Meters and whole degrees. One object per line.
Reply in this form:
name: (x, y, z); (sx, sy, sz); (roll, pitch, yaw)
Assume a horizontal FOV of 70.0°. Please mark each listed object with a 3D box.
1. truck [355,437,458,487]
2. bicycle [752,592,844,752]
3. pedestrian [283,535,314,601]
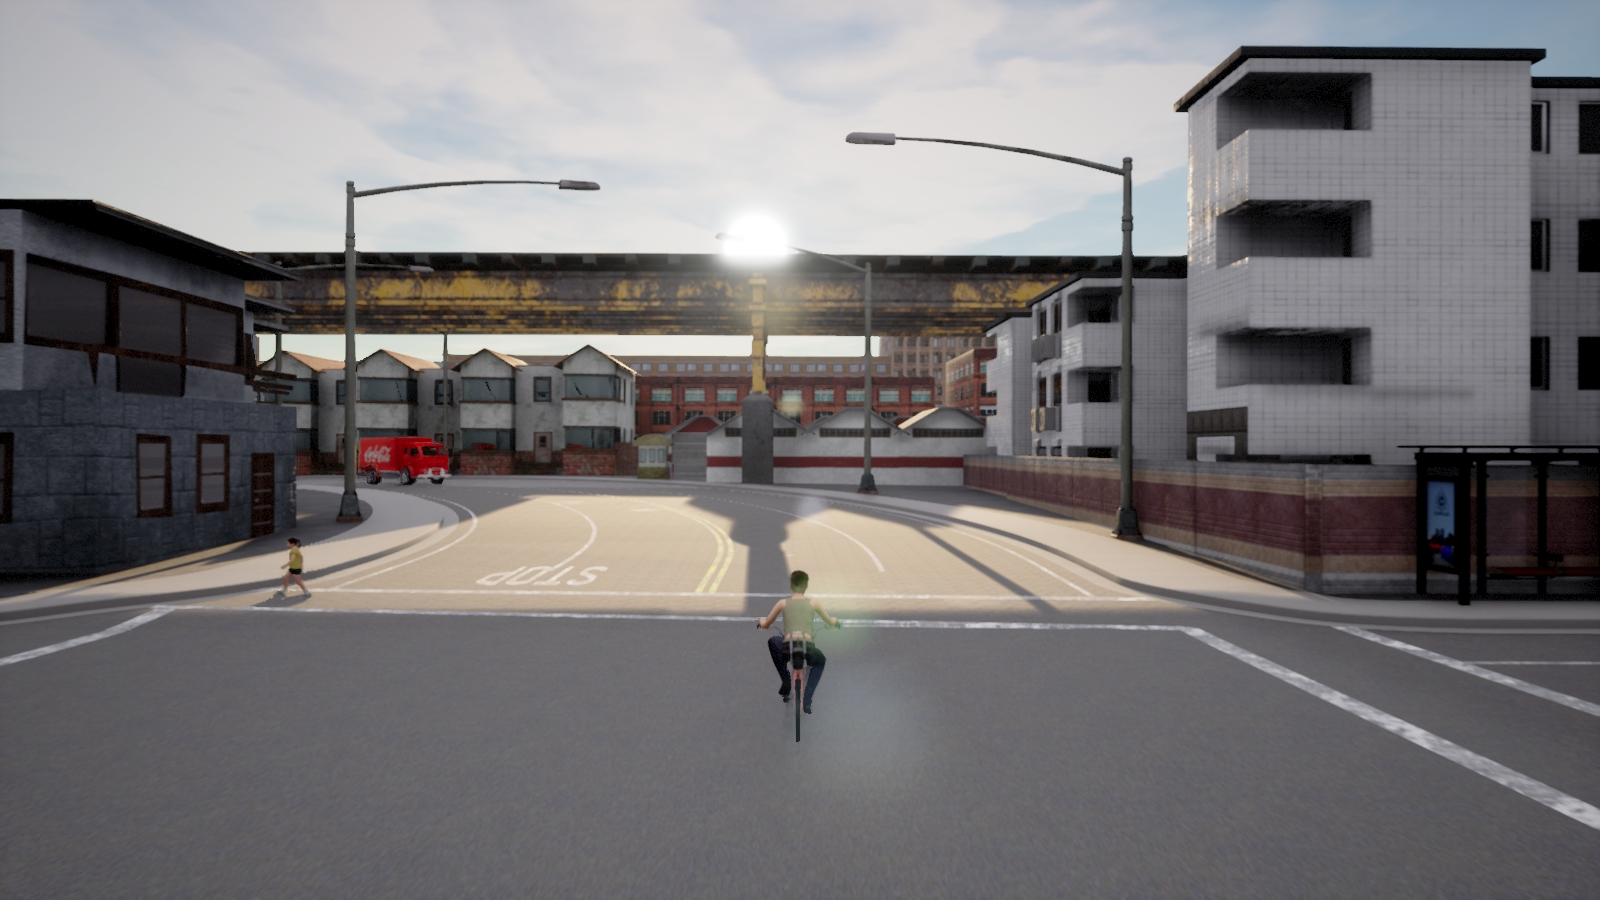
truck: (-20.430, 0.590, 59.266); (5.204, 2.467, 2.627); (0, 0, 37)
bicycle: (-0.013, 2.159, 11.382); (0.859, 1.301, 1.487); (0, 0, 0)
pedestrian: (-8.870, 2.069, 20.209); (0.500, 1.100, 0.500); (0, 0, -25)
